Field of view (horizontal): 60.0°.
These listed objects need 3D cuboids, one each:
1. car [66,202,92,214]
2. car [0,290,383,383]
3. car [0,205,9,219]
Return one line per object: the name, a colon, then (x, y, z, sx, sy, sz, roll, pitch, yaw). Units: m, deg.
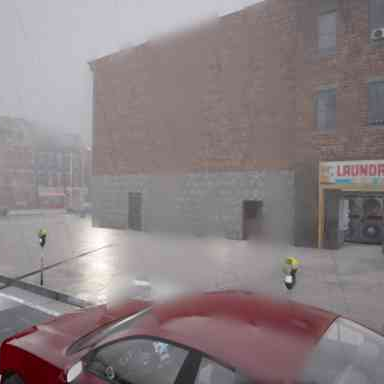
car: (-12.326, 1.937, 39.963, 2.033, 1.411, 5.357, 1, 0, 36)
car: (0.137, 1.544, 2.700, 4.507, 1.381, 1.887, 0, 1, 36)
car: (-19.333, 1.722, 30.198, 2.128, 1.511, 4.902, 1, 0, 36)
